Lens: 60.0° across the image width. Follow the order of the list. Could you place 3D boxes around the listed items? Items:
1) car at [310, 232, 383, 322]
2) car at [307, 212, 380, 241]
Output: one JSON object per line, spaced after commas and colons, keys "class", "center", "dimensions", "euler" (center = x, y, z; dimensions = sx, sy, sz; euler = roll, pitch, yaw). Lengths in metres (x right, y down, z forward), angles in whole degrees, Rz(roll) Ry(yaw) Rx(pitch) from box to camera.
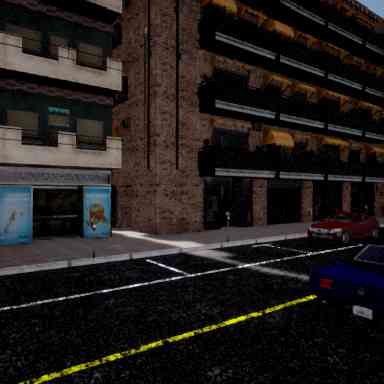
{"class": "car", "center": [4.495, 1.601, 6.518], "dimensions": [4.718, 1.301, 1.895], "euler": [0, 0, -35]}
{"class": "car", "center": [7.172, 1.583, 15.538], "dimensions": [4.206, 1.307, 1.802], "euler": [0, 0, -35]}
